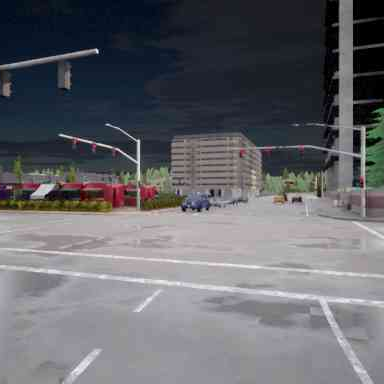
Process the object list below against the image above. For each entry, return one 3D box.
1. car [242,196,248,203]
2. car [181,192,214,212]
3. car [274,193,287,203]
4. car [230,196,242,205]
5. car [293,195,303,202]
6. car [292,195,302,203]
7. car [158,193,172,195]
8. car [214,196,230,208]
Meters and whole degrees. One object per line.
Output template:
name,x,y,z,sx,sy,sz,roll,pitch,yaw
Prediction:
car,10.239,1.547,67.648,2.033,1.411,5.357,0,0,19
car,0.536,1.221,39.286,2.150,2.045,5.566,0,0,19
car,18.129,1.478,69.001,1.882,1.535,5.008,0,0,19
car,6.780,1.491,57.654,2.128,1.511,4.902,0,0,19
car,24.622,1.525,77.350,2.128,1.511,4.902,0,0,19
car,21.345,1.478,67.602,1.882,1.535,5.008,0,0,19
car,-8.090,1.209,81.401,4.605,1.855,1.932,0,0,19
car,3.670,1.601,48.532,1.895,1.301,4.718,0,0,19
